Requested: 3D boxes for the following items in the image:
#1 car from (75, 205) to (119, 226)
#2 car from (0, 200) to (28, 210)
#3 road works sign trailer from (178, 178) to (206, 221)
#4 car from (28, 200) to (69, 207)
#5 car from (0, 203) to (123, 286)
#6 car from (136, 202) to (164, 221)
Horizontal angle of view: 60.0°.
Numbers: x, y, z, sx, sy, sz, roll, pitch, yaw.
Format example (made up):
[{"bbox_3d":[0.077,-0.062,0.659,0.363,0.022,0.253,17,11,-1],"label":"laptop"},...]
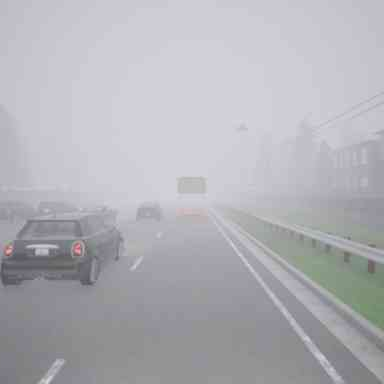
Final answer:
[{"bbox_3d":[-6.900,1.659,24.609,1.895,1.301,4.718,0,0,0],"label":"car"},{"bbox_3d":[-13.900,1.413,25.912,2.097,1.767,4.553,0,0,0],"label":"car"},{"bbox_3d":[0.000,0.530,27.796,2.380,3.560,2.880,0,0,0],"label":"road works sign trailer"},{"bbox_3d":[-10.400,1.413,25.902,2.097,1.767,4.553,0,0,0],"label":"car"},{"bbox_3d":[-3.399,1.376,9.642,2.097,1.767,4.553,0,0,0],"label":"car"},{"bbox_3d":[-3.400,1.544,27.754,1.882,1.535,5.008,0,0,0],"label":"car"}]
